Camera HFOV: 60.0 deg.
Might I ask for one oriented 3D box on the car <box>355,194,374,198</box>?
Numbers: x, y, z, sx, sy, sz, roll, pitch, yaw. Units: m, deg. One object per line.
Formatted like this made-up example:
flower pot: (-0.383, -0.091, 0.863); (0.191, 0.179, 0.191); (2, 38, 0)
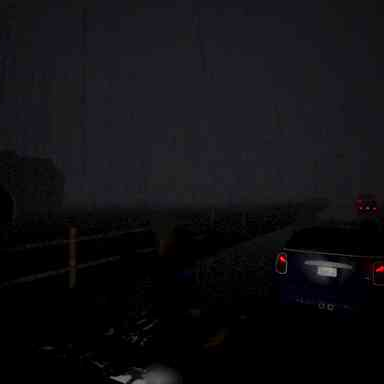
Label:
car: (22.408, 1.286, 43.006); (2.150, 2.045, 5.566); (0, 0, 26)

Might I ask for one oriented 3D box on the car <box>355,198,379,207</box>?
car: (17.790, 1.589, 33.676); (2.033, 1.411, 5.357); (0, 0, 28)

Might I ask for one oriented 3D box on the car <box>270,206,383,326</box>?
car: (3.336, 1.358, 7.425); (2.097, 1.767, 4.553); (0, 0, 30)
